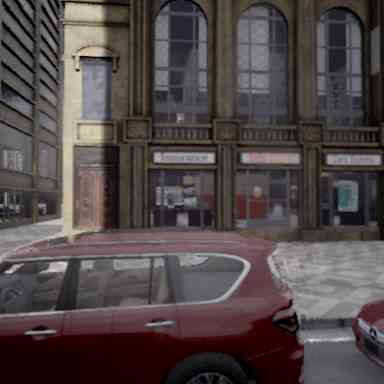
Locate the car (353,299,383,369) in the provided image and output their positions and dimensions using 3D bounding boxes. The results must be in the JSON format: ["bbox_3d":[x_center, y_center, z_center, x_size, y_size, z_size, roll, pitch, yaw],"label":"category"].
[{"bbox_3d":[4.310,1.678,4.313,4.206,1.307,1.802,0,-1,-5],"label":"car"}]

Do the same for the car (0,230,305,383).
[{"bbox_3d":[-1.270,1.419,3.819,5.009,1.841,2.192,0,-1,-5],"label":"car"}]
